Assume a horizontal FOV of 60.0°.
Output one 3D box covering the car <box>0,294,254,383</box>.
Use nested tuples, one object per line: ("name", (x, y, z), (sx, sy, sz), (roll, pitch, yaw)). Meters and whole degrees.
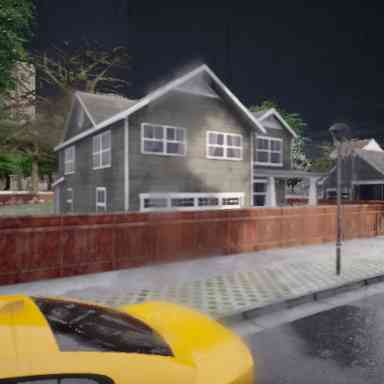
("car", (-1.846, 1.470, 1.683), (5.008, 1.535, 1.882), (1, 0, -35))
